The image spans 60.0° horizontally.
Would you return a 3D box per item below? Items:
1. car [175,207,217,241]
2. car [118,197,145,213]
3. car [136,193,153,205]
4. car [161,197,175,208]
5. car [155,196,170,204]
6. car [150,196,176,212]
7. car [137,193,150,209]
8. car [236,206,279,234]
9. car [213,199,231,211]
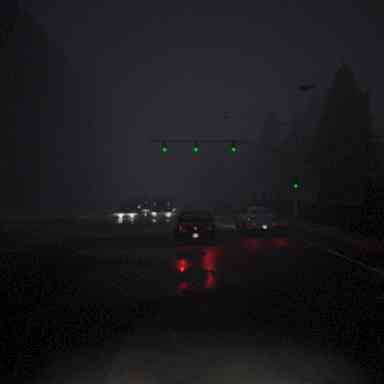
[{"bbox_3d":[0.164,1.621,16.952,1.895,1.301,4.718,0,0,0],"label":"car"},{"bbox_3d":[-6.930,1.601,37.562,1.994,1.385,4.181,0,0,1],"label":"car"},{"bbox_3d":[-9.081,1.280,62.905,2.150,2.045,5.566,0,0,-18],"label":"car"},{"bbox_3d":[-3.446,1.567,48.722,1.812,1.442,4.674,0,0,0],"label":"car"},{"bbox_3d":[-5.707,1.561,63.862,1.837,1.490,4.892,0,0,-18],"label":"car"},{"bbox_3d":[-3.412,1.386,39.742,2.097,1.767,4.553,0,0,1],"label":"car"},{"bbox_3d":[-6.924,1.396,46.076,2.097,1.767,4.553,0,0,0],"label":"car"},{"bbox_3d":[3.677,1.536,19.111,1.812,1.442,4.674,0,0,0],"label":"car"},{"bbox_3d":[3.765,1.554,42.090,1.812,1.442,4.674,0,0,0],"label":"car"}]
